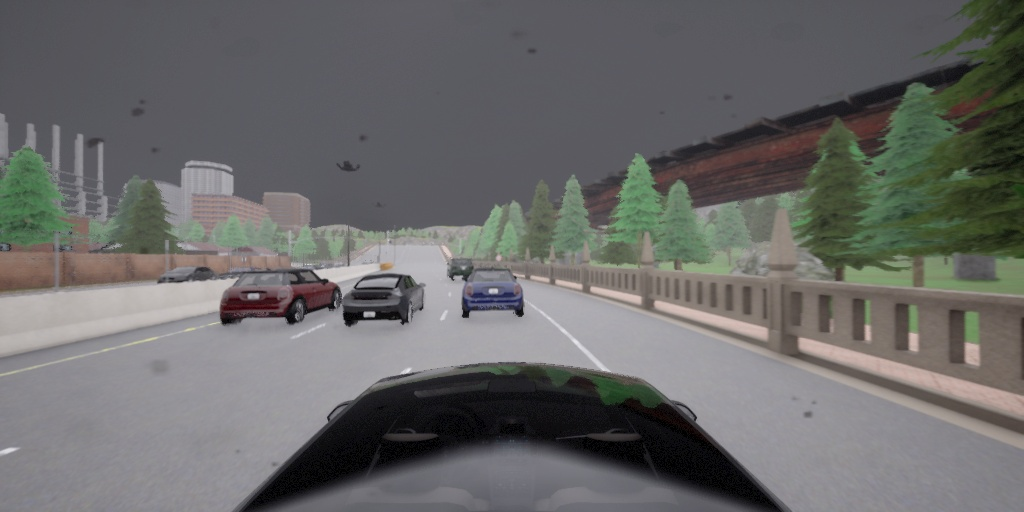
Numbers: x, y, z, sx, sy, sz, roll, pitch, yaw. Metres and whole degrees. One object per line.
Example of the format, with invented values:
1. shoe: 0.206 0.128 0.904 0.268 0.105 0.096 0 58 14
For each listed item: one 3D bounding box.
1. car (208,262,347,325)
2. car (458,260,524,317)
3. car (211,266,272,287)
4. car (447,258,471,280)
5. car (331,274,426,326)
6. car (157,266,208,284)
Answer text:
1. car: -7.713 1.207 12.494 2.097 1.767 4.553 0 0 -6
2. car: -0.849 1.185 13.819 2.097 1.767 4.553 0 0 -7
3. car: -21.909 1.577 29.367 2.033 1.411 5.357 0 0 -14
4. car: -4.946 1.209 34.387 2.150 2.045 5.566 0 0 -14
5. car: -4.143 1.344 12.191 1.837 1.490 4.892 0 0 -6
6. car: -25.176 1.543 28.030 1.837 1.490 4.892 0 -1 -14
